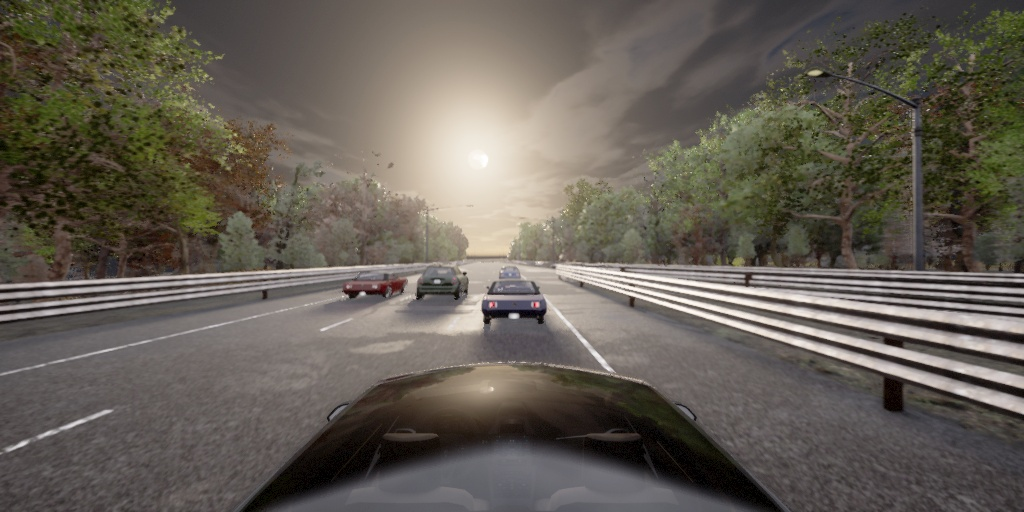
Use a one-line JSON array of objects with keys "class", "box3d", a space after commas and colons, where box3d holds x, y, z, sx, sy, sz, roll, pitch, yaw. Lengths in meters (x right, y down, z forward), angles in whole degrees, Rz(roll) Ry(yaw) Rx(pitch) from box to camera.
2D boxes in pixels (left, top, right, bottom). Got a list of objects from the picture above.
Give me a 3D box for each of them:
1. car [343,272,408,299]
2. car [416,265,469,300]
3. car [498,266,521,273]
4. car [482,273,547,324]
[{"class": "car", "box3d": [-7.020, 1.490, 19.014, 1.895, 1.301, 4.718, 0, 0, -1]}, {"class": "car", "box3d": [-3.523, 1.239, 18.930, 2.097, 1.767, 4.553, 0, 0, -1]}, {"class": "car", "box3d": [-0.200, 1.529, 30.371, 2.033, 1.411, 5.357, 0, -1, -1]}, {"class": "car", "box3d": [0.046, 1.433, 12.386, 1.895, 1.301, 4.718, 0, 0, 0]}]
